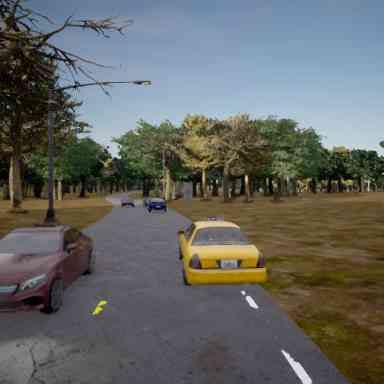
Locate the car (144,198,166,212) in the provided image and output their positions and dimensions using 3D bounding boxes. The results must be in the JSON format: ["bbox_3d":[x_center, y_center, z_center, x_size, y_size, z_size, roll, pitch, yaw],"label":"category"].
[{"bbox_3d":[-4.057,1.399,37.890,1.882,1.535,5.008,0,0,-11],"label":"car"}]

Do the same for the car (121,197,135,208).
[{"bbox_3d":[-9.211,1.429,47.637,2.033,1.411,5.357,0,0,-13],"label":"car"}]

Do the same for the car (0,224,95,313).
[{"bbox_3d":[-3.523,1.522,7.699,1.812,1.442,4.674,0,0,-4],"label":"car"}]

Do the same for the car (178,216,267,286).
[{"bbox_3d":[0.584,1.447,9.388,1.801,1.575,5.366,0,0,-4],"label":"car"}]
